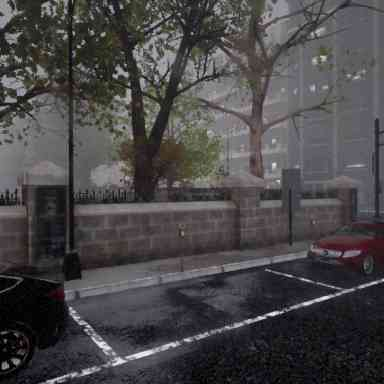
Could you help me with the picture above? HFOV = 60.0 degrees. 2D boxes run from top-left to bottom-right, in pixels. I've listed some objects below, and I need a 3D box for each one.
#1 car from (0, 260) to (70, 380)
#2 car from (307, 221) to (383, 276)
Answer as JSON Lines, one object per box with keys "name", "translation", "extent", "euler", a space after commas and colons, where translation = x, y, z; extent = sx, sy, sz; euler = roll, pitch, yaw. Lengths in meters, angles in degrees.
{"name": "car", "translation": [-3.723, 1.566, 3.936], "extent": [4.313, 1.339, 1.947], "euler": [0, 0, -35]}
{"name": "car", "translation": [5.356, 1.581, 10.269], "extent": [4.206, 1.307, 1.802], "euler": [0, 0, -35]}
